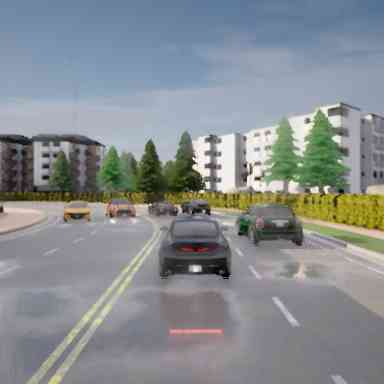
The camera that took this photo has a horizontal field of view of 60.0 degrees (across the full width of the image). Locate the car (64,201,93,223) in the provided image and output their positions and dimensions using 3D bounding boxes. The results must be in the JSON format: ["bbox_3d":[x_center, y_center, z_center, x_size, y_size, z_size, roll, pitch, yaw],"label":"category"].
[{"bbox_3d":[-8.823,1.449,25.827,1.882,1.535,5.008,0,0,-18],"label":"car"}]

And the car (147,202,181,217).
[{"bbox_3d":[-2.791,1.567,30.490,1.895,1.301,4.718,0,0,-19],"label":"car"}]

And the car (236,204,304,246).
[{"bbox_3d":[3.414,1.333,15.444,2.097,1.767,4.553,0,0,-3],"label":"car"}]

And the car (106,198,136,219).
[{"bbox_3d":[-6.277,1.320,29.116,2.097,1.767,4.553,0,0,-21],"label":"car"}]

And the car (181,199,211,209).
[{"bbox_3d":[0.246,1.469,32.079,1.837,1.490,4.892,0,0,-19],"label":"car"}]

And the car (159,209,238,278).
[{"bbox_3d":[0.068,1.495,10.088,1.837,1.490,4.892,0,1,0],"label":"car"}]
